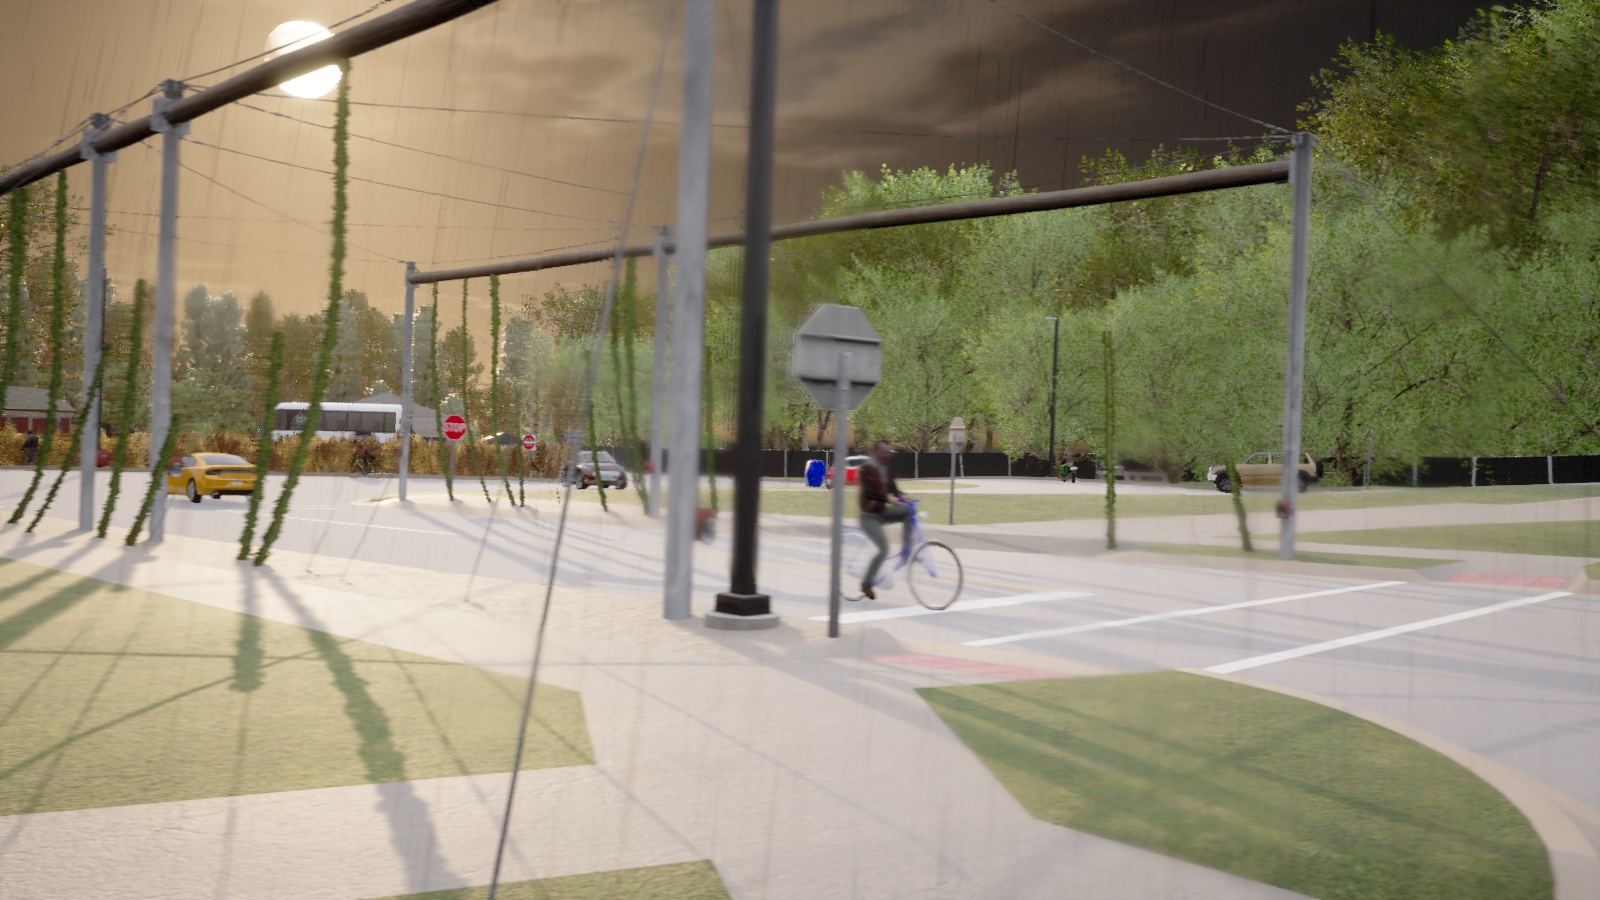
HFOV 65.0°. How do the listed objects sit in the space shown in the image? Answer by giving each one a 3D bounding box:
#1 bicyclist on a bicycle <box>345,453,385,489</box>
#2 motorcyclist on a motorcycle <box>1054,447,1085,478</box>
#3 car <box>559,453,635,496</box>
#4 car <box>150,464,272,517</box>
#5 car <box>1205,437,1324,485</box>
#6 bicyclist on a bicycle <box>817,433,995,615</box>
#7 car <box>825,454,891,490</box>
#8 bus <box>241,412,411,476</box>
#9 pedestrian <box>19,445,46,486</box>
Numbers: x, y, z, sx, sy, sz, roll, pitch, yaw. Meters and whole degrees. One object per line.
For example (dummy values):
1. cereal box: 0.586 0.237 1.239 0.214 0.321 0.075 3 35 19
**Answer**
1. bicyclist on a bicycle: -19.784 0.948 57.074 1.656 1.620 0.582 0 0 -24
2. motorcyclist on a motorcycle: 13.398 0.607 62.495 0.797 1.523 2.044 -2 1 -7
3. car: -8.471 0.999 52.119 2.033 1.649 4.856 -1 0 -23
4. car: -18.380 1.220 39.073 1.882 1.535 5.008 1 -1 -44
5. car: 19.668 0.490 53.156 4.605 1.855 1.932 -2 -1 22
6. bicyclist on a bicycle: 1.081 0.747 13.159 1.843 1.776 0.659 -2 -2 45
7. car: 2.288 0.868 49.382 2.207 1.376 1.481 -1 -1 -17
8. bus: -32.509 -0.438 86.501 10.273 4.253 3.944 0 1 -2
9. pedestrian: -35.213 0.711 57.597 0.849 1.883 0.563 1 0 0
